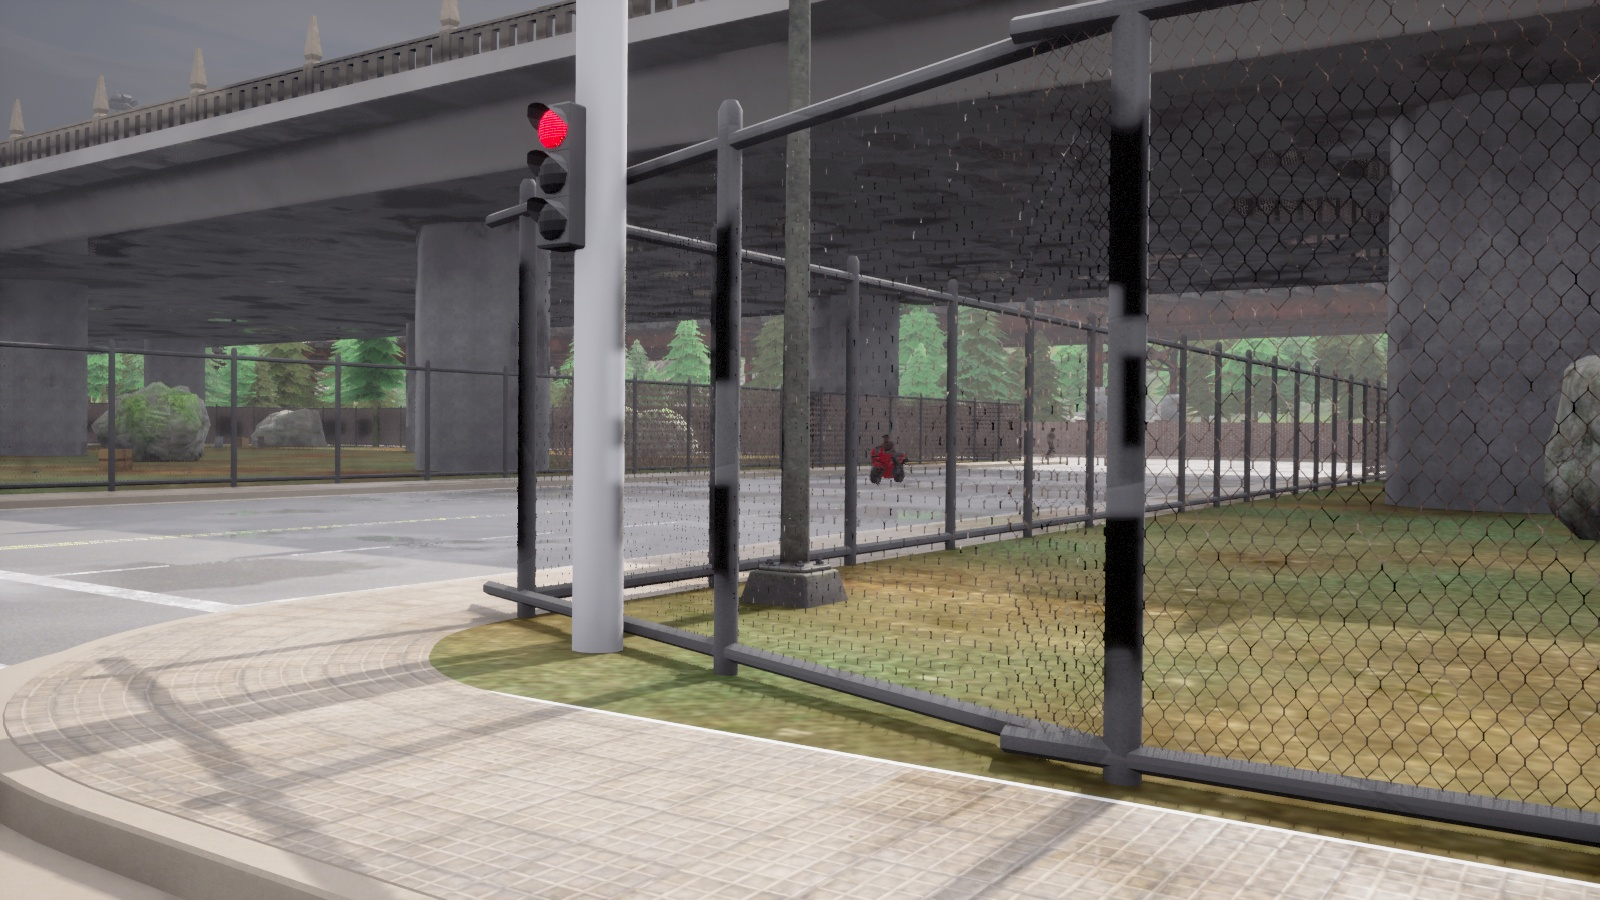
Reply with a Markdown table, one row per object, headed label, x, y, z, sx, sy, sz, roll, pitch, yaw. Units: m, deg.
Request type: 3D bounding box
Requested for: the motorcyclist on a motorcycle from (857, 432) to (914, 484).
| label | x | y | z | sx | sy | sz | roll | pitch | yaw |
| --- | --- | --- | --- | --- | --- | --- | --- | --- | --- |
| motorcyclist on a motorcycle | 2.587 | 0.229 | 37.846 | 0.797 | 1.523 | 2.044 | 0 | 1 | 33 |
